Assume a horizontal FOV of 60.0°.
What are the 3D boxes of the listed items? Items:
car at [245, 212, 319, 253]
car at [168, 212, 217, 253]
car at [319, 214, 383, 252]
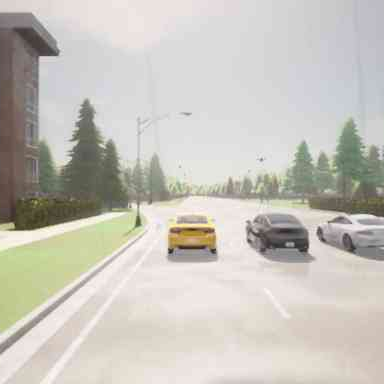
[{"bbox_3d":[3.513,1.641,14.307,1.837,1.490,4.892,0,0,0],"label":"car"},{"bbox_3d":[0.016,1.613,14.477,1.882,1.535,5.008,0,0,0],"label":"car"},{"bbox_3d":[7.014,1.659,14.368,1.812,1.442,4.674,0,0,0],"label":"car"}]
